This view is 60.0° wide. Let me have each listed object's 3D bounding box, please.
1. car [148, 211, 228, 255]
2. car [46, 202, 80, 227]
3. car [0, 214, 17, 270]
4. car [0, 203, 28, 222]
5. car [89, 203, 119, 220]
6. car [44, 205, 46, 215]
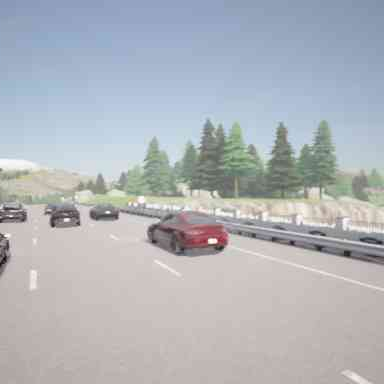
[{"bbox_3d":[-0.299,1.467,13.079,1.812,1.442,4.674,-1,0,-25],"label":"car"},{"bbox_3d":[-9.163,1.592,23.792,1.837,1.490,4.892,-1,0,-25],"label":"car"},{"bbox_3d":[-6.052,1.562,8.858,2.033,1.411,5.357,-1,0,-25],"label":"car"},{"bbox_3d":[-14.942,1.698,27.895,2.128,1.511,4.902,-1,-1,-25],"label":"car"},{"bbox_3d":[-7.731,1.664,28.995,1.994,1.385,4.181,-1,0,-25],"label":"car"},{"bbox_3d":[-15.787,1.867,37.982,1.994,1.385,4.181,-1,-1,-25],"label":"car"}]
